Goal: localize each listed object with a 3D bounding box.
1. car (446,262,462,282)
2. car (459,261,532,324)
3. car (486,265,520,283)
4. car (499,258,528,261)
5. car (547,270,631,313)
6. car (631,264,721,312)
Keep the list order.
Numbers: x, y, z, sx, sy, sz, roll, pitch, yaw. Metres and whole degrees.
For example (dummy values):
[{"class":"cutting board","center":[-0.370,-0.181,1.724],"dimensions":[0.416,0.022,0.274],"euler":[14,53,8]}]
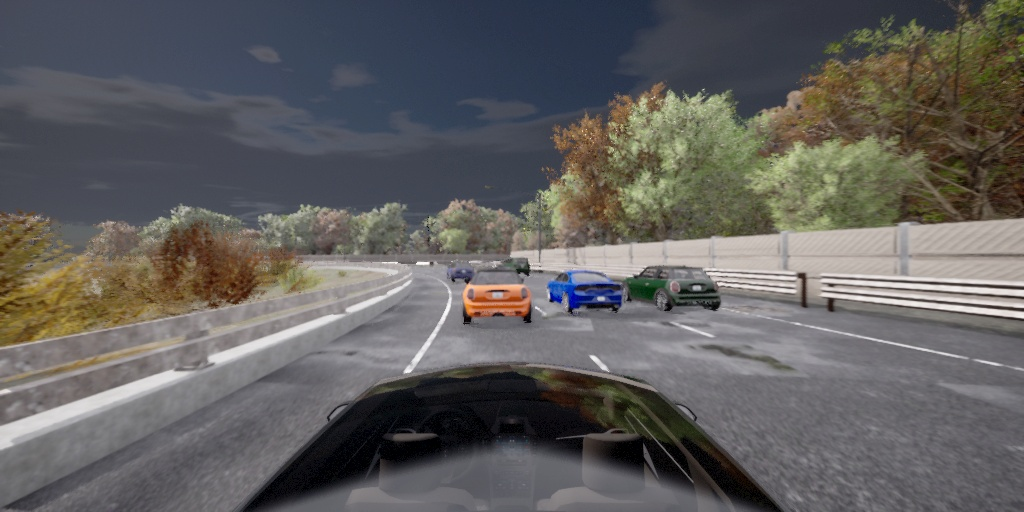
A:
[{"class":"car","center":[-4.621,1.313,32.026],"dimensions":[2.097,1.767,4.553],"euler":[0,0,-16]},{"class":"car","center":[-0.617,1.172,12.569],"dimensions":[2.097,1.767,4.553],"euler":[0,0,-6]},{"class":"car","center":[-0.890,1.503,31.761],"dimensions":[1.994,1.385,4.181],"euler":[0,0,-16]},{"class":"car","center":[0.182,1.203,39.655],"dimensions":[2.150,2.045,5.566],"euler":[0,0,-20]},{"class":"car","center":[2.695,1.290,14.404],"dimensions":[1.882,1.535,5.008],"euler":[0,0,-6]},{"class":"car","center":[6.176,1.147,14.605],"dimensions":[2.097,1.767,4.553],"euler":[0,0,-7]}]
